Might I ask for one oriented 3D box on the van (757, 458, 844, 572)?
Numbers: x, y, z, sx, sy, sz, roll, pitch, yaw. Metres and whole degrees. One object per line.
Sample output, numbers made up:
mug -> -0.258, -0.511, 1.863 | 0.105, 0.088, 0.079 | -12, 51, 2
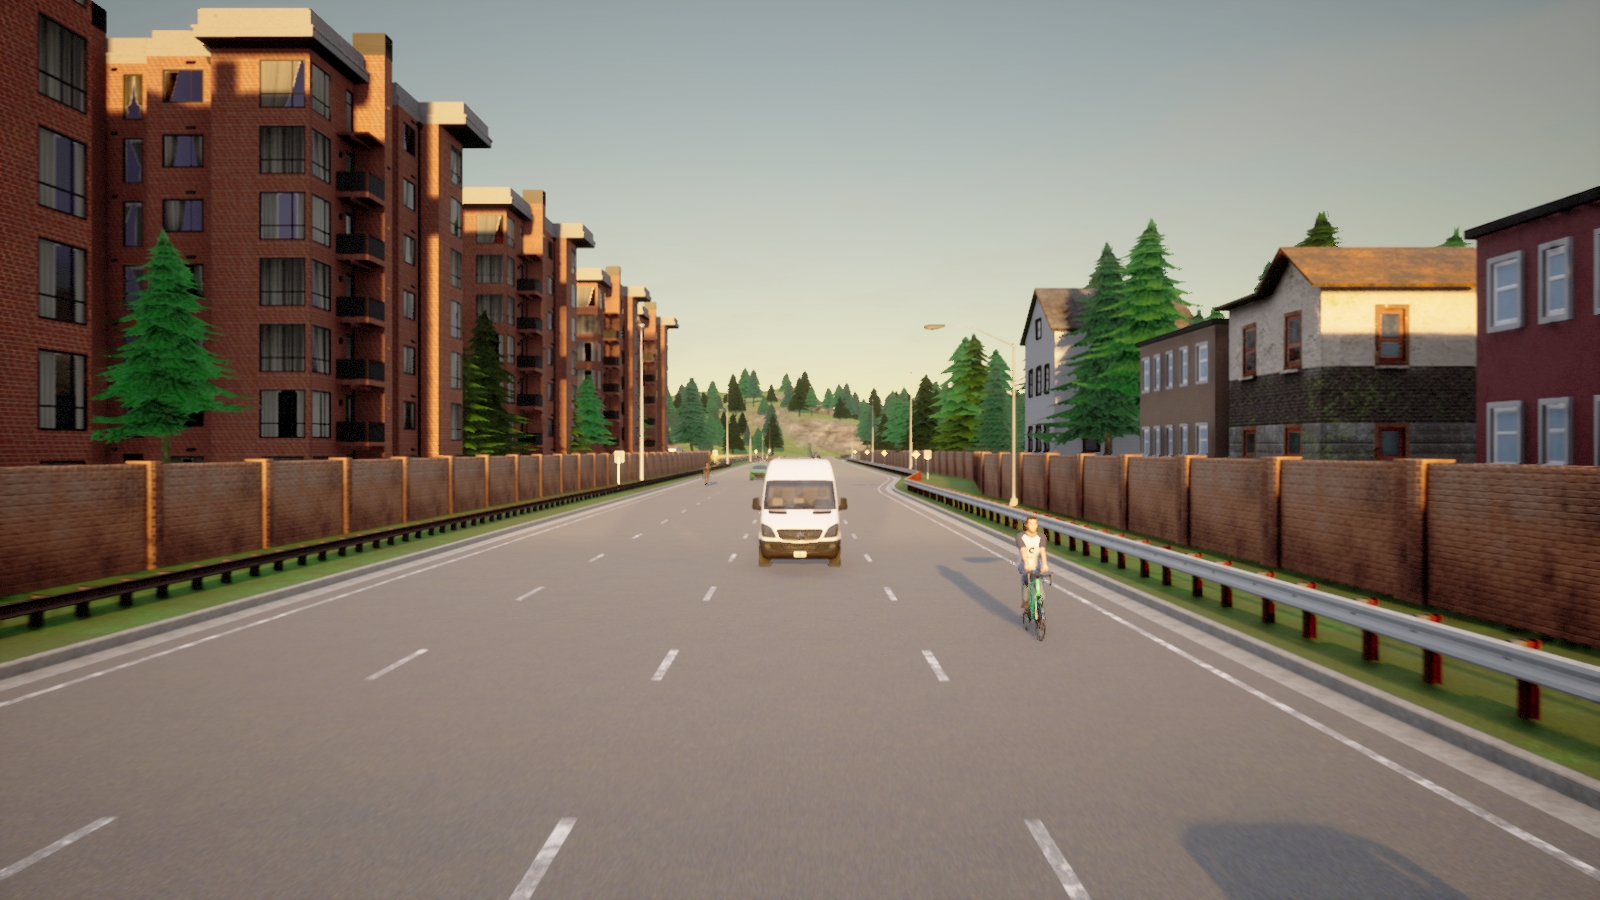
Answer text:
van -> 0.004, 1.515, 29.184 | 1.988, 2.561, 5.915 | 0, 0, 0

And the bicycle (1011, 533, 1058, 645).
bicycle -> 3.502, 2.044, 17.125 | 0.373, 1.496, 1.643 | 0, 0, 0
